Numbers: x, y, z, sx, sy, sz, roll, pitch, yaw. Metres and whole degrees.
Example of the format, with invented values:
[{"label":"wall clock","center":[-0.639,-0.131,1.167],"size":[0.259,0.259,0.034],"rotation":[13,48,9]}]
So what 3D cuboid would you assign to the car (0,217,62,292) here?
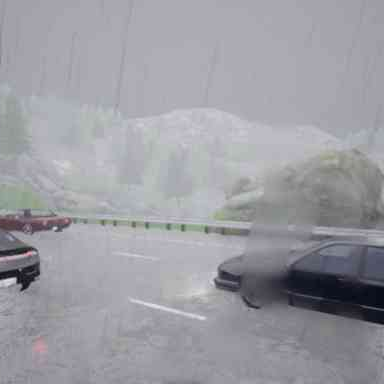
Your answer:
[{"label":"car","center":[-5.442,1.452,7.467],"size":[4.902,1.511,2.128],"rotation":[0,0,33]}]

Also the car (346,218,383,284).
[{"label":"car","center":[6.399,1.505,7.920],"size":[4.674,1.442,1.812],"rotation":[0,0,36]}]

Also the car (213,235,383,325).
[{"label":"car","center":[3.060,1.528,6.043],"size":[5.357,1.411,2.033],"rotation":[0,0,35]}]

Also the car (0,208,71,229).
[{"label":"car","center":[-8.738,1.515,17.698],"size":[4.718,1.301,1.895],"rotation":[0,0,30]}]
